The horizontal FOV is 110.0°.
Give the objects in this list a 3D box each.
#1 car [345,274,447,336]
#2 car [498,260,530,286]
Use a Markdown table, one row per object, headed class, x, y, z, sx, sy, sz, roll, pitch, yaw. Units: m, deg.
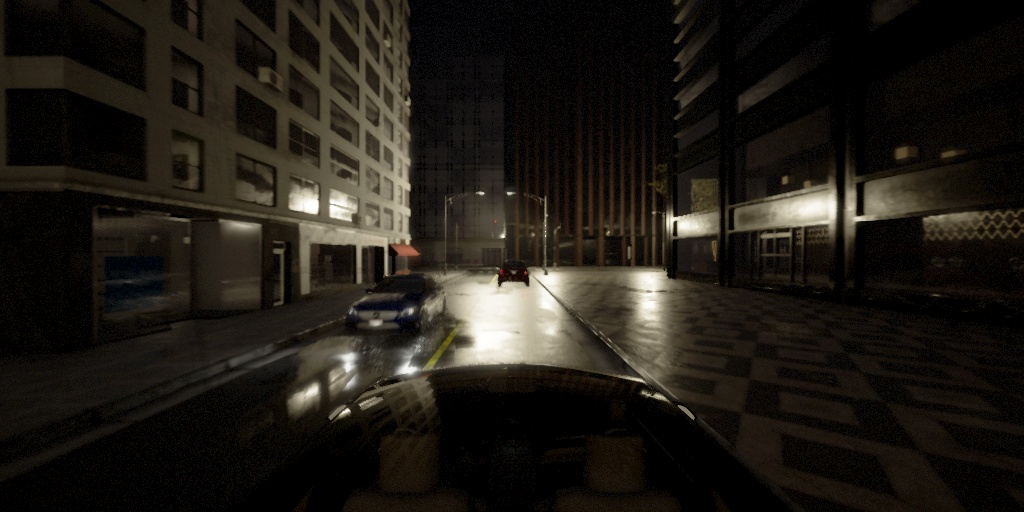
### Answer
| class | x | y | z | sx | sy | sz | roll | pitch | yaw |
| --- | --- | --- | --- | --- | --- | --- | --- | --- | --- |
| car | -3.097 | 1.268 | 10.499 | 1.812 | 1.442 | 4.674 | 0 | 0 | 0 |
| car | 0.106 | 1.076 | 25.105 | 2.097 | 1.767 | 4.553 | 0 | 0 | 0 |
